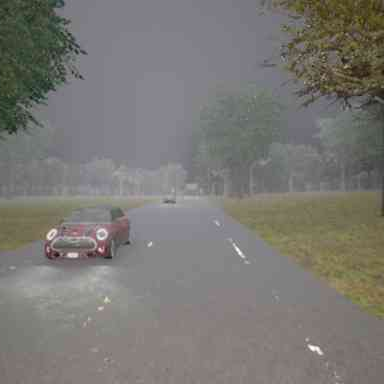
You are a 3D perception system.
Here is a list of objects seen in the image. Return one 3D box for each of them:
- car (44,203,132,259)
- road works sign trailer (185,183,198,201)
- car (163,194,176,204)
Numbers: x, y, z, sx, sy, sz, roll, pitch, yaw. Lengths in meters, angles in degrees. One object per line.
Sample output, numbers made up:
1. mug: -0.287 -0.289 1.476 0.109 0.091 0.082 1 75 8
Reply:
1. car: -3.601 1.310 12.292 2.097 1.767 4.553 0 0 0
2. road works sign trailer: 0.000 0.019 65.713 2.380 3.560 2.880 0 1 -1
3. car: -3.574 1.132 53.518 1.882 1.535 5.008 0 0 0
